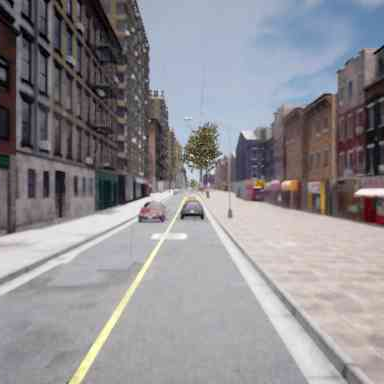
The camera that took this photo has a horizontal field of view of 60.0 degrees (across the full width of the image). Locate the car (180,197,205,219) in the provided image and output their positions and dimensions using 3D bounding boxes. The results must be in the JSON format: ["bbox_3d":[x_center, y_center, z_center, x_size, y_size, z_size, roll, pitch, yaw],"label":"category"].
[{"bbox_3d":[0.044,1.446,28.150,1.994,1.385,4.181,0,1,0],"label":"car"}]

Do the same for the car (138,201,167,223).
[{"bbox_3d":[-2.878,1.446,25.073,1.812,1.442,4.674,0,1,0],"label":"car"}]

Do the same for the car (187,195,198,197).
[{"bbox_3d":[0.025,1.115,40.926,1.882,1.535,5.008,0,2,0],"label":"car"}]

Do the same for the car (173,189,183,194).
[{"bbox_3d":[-2.826,0.047,65.606,1.812,1.442,4.674,0,2,0],"label":"car"}]
